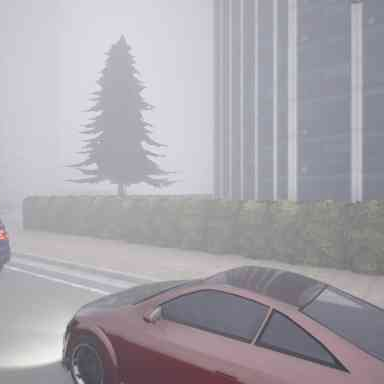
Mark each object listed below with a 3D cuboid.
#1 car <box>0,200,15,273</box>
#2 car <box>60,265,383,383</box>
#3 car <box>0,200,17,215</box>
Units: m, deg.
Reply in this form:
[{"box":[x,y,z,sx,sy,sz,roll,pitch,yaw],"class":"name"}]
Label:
[{"box":[-7.160,1.221,9.062,5.566,2.045,2.150,0,0,35],"class":"car"},{"box":[0.451,1.564,3.671,4.181,1.385,1.994,0,0,35],"class":"car"},{"box":[-20.375,1.560,33.237,1.837,1.490,4.892,0,0,35],"class":"car"}]
